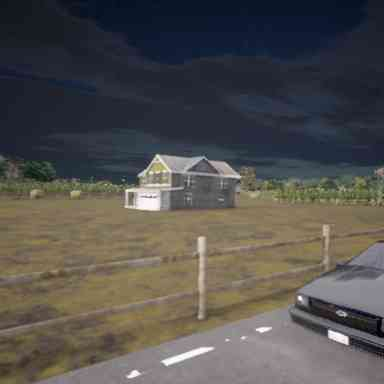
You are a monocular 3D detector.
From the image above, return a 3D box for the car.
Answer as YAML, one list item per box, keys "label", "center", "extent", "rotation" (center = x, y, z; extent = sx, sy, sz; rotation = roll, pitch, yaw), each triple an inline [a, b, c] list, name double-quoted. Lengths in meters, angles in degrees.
- label: "car"
  center: [4.133, 1.568, 6.013]
  extent: [5.357, 1.411, 2.033]
  rotation: [0, 0, -35]
